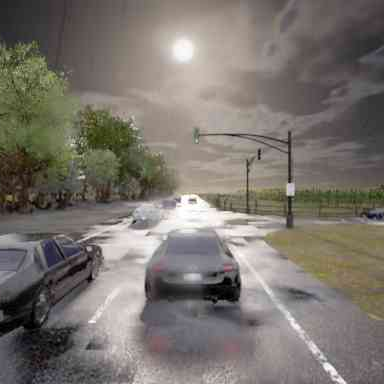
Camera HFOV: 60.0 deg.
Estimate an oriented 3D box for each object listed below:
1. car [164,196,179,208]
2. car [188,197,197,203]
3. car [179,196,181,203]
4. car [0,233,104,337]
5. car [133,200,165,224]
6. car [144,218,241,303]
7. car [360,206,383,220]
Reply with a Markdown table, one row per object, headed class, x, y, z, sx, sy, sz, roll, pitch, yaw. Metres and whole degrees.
| class | x | y | z | sx | sy | sz | roll | pitch | yaw |
| --- | --- | --- | --- | --- | --- | --- | --- | --- | --- |
| car | -3.319 | 1.608 | 49.394 | 1.882 | 1.535 | 5.008 | 0 | 0 | 0 |
| car | 0.127 | 1.790 | 76.148 | 1.895 | 1.301 | 4.718 | 0 | 0 | 0 |
| car | -3.378 | 1.667 | 74.126 | 1.882 | 1.535 | 5.008 | 0 | 0 | 0 |
| car | -3.389 | 1.567 | 6.894 | 2.033 | 1.411 | 5.357 | 0 | 0 | 0 |
| car | -3.353 | 1.596 | 25.510 | 1.812 | 1.442 | 4.674 | 0 | 0 | 0 |
| car | 0.026 | 1.588 | 8.306 | 1.994 | 1.385 | 4.181 | 0 | 0 | 0 |
| car | 18.727 | 1.887 | 30.961 | 5.357 | 1.411 | 2.033 | 1 | -1 | 0 |
